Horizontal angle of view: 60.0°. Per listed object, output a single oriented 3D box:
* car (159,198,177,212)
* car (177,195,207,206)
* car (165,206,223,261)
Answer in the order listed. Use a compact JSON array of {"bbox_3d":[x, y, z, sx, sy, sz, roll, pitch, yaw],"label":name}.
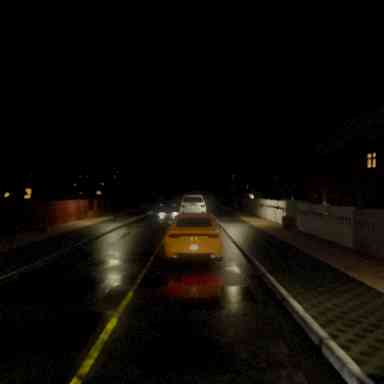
[{"bbox_3d":[-2.808,1.486,40.880,2.097,1.767,4.553,0,0,0],"label":"car"},{"bbox_3d":[0.100,1.312,29.281,2.150,2.045,5.566,0,-1,0],"label":"car"},{"bbox_3d":[0.078,1.517,12.528,1.882,1.535,5.008,0,0,0],"label":"car"}]
